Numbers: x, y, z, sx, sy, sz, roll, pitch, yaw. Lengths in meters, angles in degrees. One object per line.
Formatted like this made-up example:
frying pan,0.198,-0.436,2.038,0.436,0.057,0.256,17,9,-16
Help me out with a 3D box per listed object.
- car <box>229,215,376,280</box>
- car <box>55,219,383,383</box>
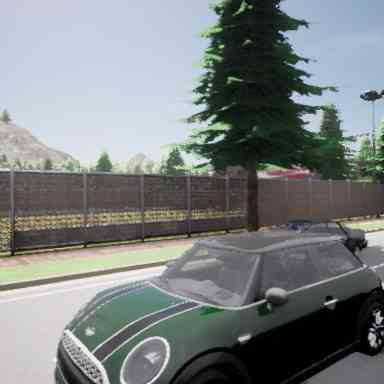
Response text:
car,3.920,1.648,11.273,5.357,1.411,2.033,0,-1,-37
car,0.648,1.408,4.477,4.553,1.767,2.097,0,-1,-37
